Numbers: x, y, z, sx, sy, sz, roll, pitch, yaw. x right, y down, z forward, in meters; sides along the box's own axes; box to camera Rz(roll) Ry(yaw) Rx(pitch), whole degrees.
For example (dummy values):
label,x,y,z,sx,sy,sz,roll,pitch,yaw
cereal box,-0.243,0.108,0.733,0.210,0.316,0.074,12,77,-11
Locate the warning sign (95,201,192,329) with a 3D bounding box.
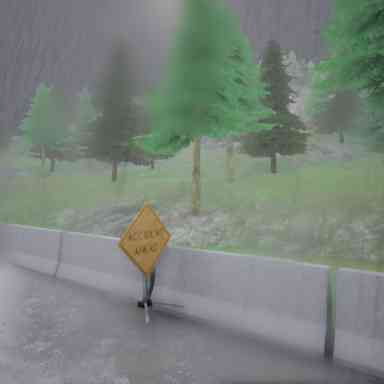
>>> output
label,x,y,z,sx,sy,sz,roll,pitch,yaw
warning sign,-0.817,1.114,5.800,1.060,1.860,1.300,0,0,37
